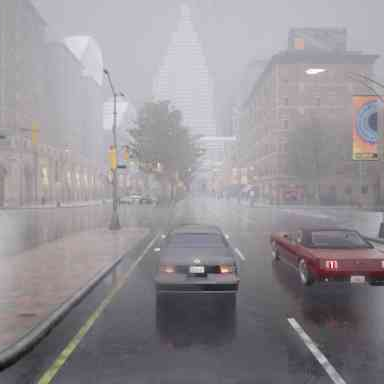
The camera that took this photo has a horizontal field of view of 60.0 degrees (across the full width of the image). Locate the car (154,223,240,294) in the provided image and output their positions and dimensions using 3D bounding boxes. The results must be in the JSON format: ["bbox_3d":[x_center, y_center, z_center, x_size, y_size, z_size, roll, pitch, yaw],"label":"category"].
[{"bbox_3d":[0.092,1.547,8.938,2.033,1.411,5.357,0,0,0],"label":"car"}]

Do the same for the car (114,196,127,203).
[{"bbox_3d":[-14.822,1.592,69.185,1.895,1.301,4.718,0,0,0],"label":"car"}]

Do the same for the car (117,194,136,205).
[{"bbox_3d":[-11.618,1.523,58.918,1.812,1.442,4.674,0,0,0],"label":"car"}]

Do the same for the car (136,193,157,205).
[{"bbox_3d":[-8.119,1.489,59.208,2.128,1.511,4.902,0,0,0],"label":"car"}]

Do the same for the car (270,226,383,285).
[{"bbox_3d":[3.591,1.600,9.421,1.895,1.301,4.718,0,0,0],"label":"car"}]

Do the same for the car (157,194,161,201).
[{"bbox_3d":[-8.072,1.523,68.976,1.812,1.442,4.674,0,0,0],"label":"car"}]

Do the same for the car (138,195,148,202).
[{"bbox_3d":[-11.583,1.521,79.198,1.812,1.442,4.674,0,0,0],"label":"car"}]
